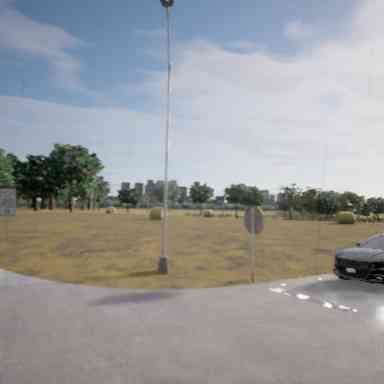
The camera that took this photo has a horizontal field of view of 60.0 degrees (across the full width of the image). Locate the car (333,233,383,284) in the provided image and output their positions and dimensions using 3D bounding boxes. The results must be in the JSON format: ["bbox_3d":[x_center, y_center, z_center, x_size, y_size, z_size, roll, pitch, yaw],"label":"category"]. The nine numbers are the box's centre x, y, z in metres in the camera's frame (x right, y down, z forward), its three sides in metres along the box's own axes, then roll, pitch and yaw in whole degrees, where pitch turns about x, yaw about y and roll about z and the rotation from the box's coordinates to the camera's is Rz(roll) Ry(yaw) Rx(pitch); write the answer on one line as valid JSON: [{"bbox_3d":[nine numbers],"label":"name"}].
[{"bbox_3d":[6.753,2.093,10.898,5.008,1.535,1.882,3,-4,-30],"label":"car"}]
